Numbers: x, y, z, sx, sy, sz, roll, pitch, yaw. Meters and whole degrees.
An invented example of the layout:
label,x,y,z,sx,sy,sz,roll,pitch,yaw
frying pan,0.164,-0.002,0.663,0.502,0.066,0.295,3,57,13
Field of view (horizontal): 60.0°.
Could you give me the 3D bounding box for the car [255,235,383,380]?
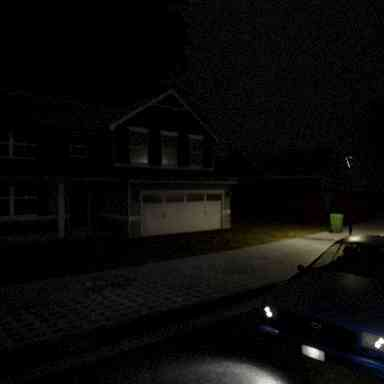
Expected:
label,x,y,z,sx,sy,sz,roll,pitch,yaw
car,3.291,1.532,5.904,2.033,1.411,5.357,0,0,44
